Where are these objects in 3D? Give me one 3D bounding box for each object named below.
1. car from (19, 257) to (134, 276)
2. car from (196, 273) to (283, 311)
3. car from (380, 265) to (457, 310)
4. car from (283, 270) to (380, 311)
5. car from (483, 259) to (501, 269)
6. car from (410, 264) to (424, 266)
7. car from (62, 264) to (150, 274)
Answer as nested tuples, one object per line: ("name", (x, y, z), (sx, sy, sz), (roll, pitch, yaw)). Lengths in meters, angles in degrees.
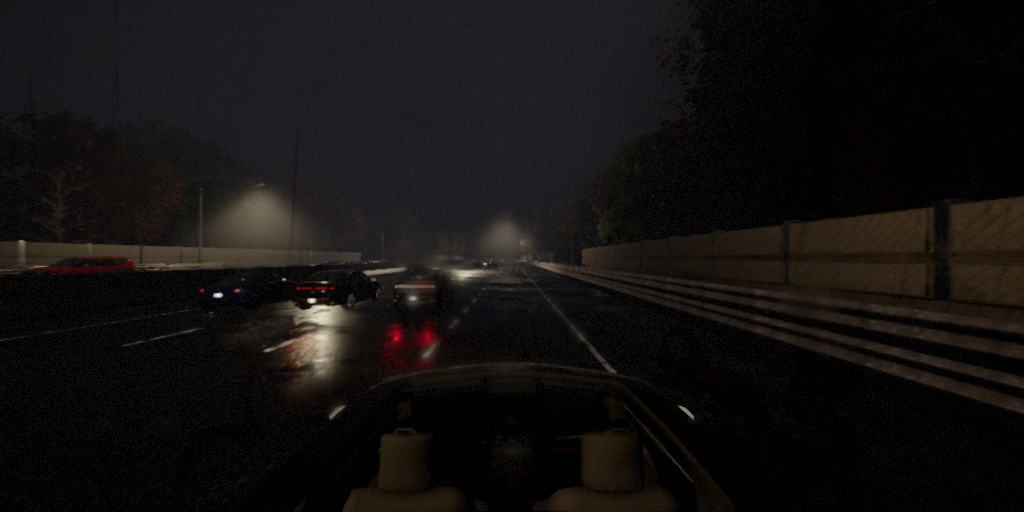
("car", (-28.040, 1.075, 23.506), (2.150, 2.045, 5.566), (0, -1, 1))
("car", (-10.503, 1.381, 14.823), (1.994, 1.385, 4.181), (0, 0, 0))
("car", (-3.503, 1.317, 15.119), (2.128, 1.511, 4.902), (0, 0, 0))
("car", (-7.002, 1.327, 14.963), (1.837, 1.490, 4.892), (0, 0, 0))
("car", (-3.509, 1.607, 64.573), (2.128, 1.511, 4.902), (0, 0, 0))
("car", (-10.507, 1.529, 40.081), (1.994, 1.385, 4.181), (0, 0, 0))
("car", (-24.557, 1.414, 22.559), (1.994, 1.385, 4.181), (0, 0, 1))
